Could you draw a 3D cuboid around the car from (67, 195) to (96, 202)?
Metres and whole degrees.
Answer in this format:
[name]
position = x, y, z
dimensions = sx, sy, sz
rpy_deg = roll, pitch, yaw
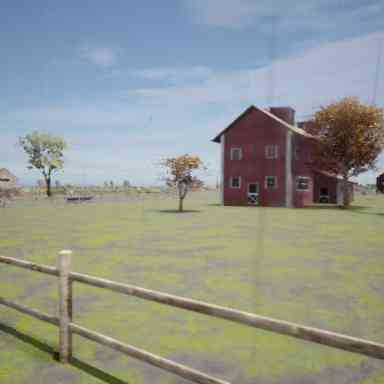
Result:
[car]
position = -19.156, 1.103, 58.003
dimensions = 1.895, 1.301, 4.718
rpy_deg = 1, 2, 35
